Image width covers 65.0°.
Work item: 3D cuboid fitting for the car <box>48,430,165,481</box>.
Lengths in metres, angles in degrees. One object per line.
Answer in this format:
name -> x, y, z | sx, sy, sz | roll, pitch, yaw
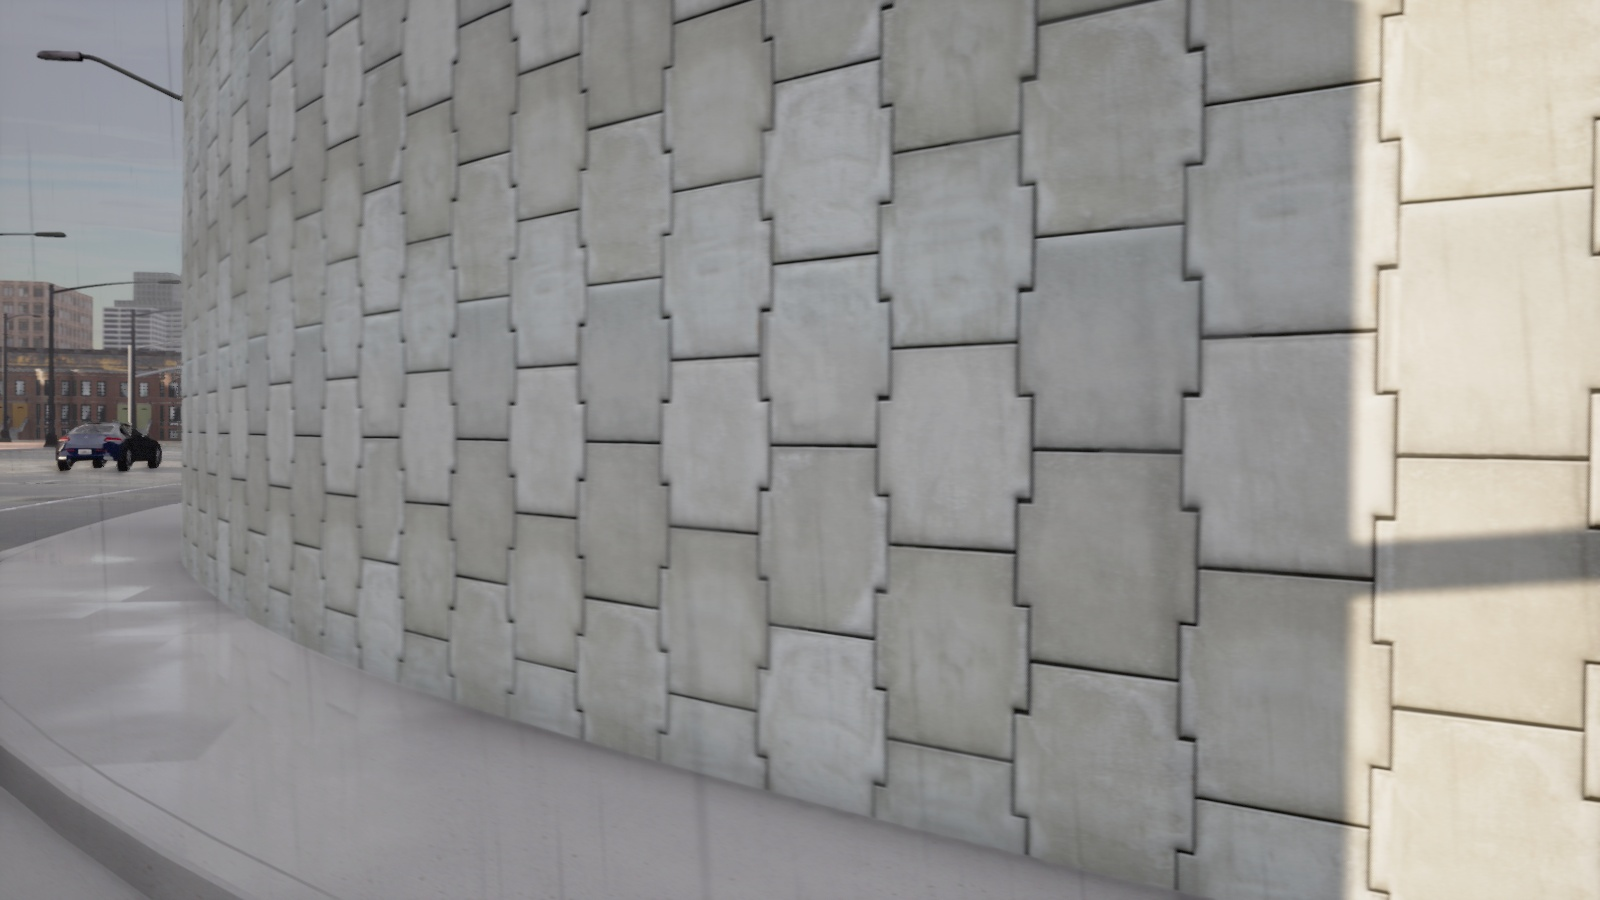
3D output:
car -> -23.813, 0.143, 43.351 | 2.152, 1.651, 5.027 | -1, 1, -12
